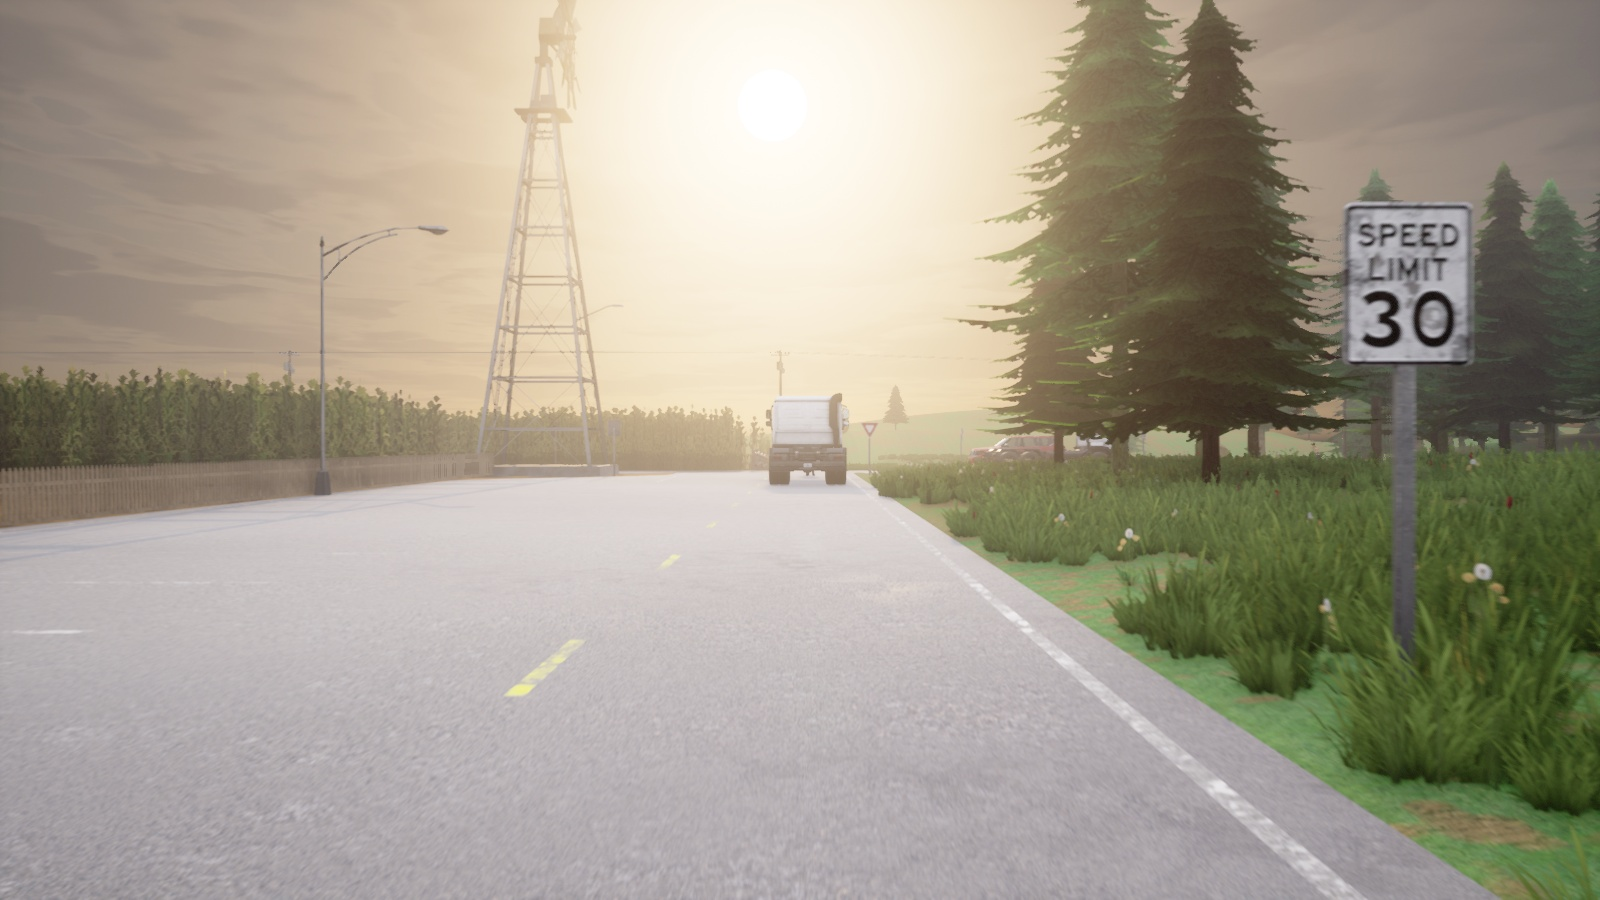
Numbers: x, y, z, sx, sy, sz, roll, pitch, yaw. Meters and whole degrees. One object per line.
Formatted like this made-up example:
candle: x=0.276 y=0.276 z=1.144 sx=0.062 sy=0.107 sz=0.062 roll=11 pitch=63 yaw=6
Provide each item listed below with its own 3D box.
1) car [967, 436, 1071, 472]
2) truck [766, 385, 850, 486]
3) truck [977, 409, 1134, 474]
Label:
car: x=12.439 y=0.212 z=71.634 sx=5.566 sy=2.045 sz=2.150 roll=0 pitch=0 yaw=0
truck: x=0.285 y=-0.504 z=47.283 sx=2.891 sy=3.462 sz=7.936 roll=0 pitch=0 yaw=0
truck: x=13.853 y=-0.470 z=68.469 sx=7.936 sy=3.462 sz=2.891 roll=0 pitch=0 yaw=-4
